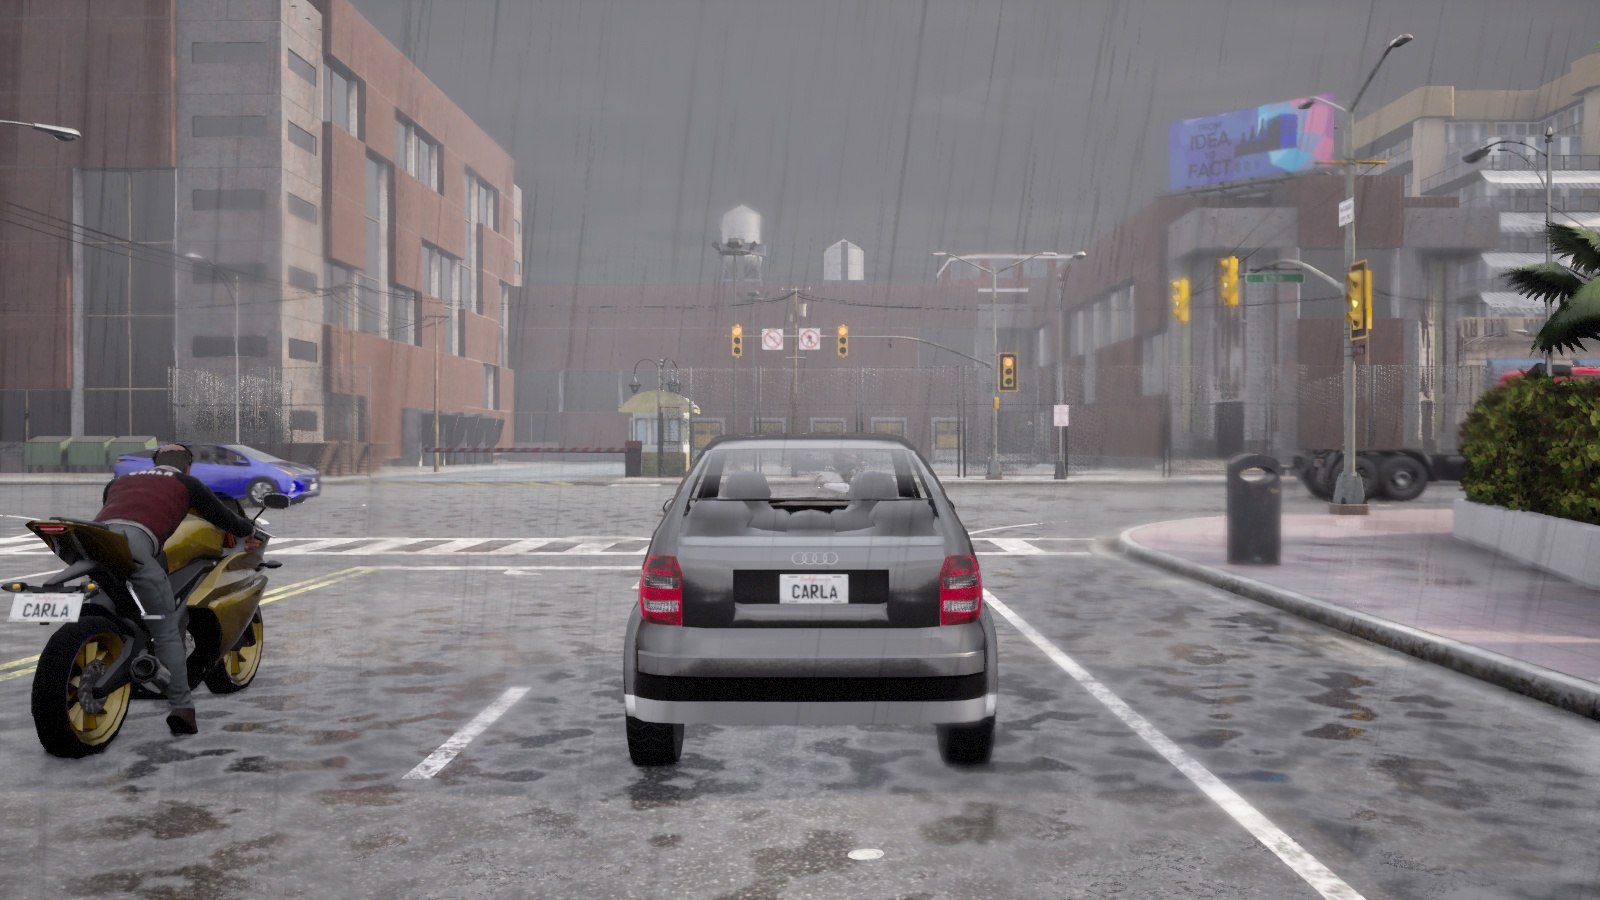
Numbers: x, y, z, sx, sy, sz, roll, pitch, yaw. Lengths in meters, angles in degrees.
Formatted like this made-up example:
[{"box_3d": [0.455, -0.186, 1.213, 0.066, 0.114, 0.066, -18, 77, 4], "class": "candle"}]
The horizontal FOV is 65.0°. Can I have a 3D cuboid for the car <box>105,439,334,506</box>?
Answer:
[{"box_3d": [-13.702, 0.514, 29.845, 4.514, 1.525, 2.007, 0, 0, 1], "class": "car"}]

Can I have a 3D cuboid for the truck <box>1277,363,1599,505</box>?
[{"box_3d": [16.802, -0.405, 32.421, 7.936, 3.462, 2.891, 0, 0, 7], "class": "truck"}]

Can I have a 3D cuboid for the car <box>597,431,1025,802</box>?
[{"box_3d": [0.051, 0.685, 7.106, 1.789, 1.549, 3.705, 0, 0, 0], "class": "car"}]

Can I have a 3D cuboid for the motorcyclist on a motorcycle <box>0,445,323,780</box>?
[{"box_3d": [-3.454, 0.740, 6.842, 0.866, 1.530, 2.191, 0, 0, 0], "class": "motorcyclist on a motorcycle"}]
